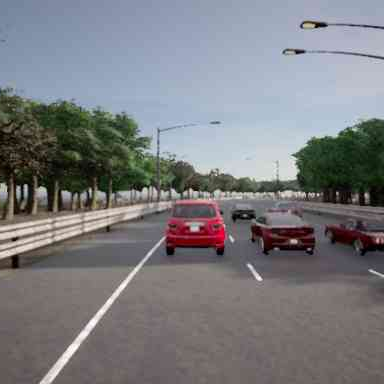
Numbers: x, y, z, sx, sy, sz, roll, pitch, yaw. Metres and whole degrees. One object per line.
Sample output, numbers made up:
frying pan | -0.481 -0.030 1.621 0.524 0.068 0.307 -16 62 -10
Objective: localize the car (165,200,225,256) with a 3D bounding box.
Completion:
car | 0.170 1.348 13.892 2.150 2.045 5.566 0 0 2

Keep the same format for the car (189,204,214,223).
car | 0.909 1.836 29.078 1.994 1.385 4.181 0 0 4

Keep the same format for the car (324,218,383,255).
car | 7.171 1.732 13.776 1.895 1.301 4.718 0 0 2

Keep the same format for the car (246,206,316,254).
car | 3.690 1.613 14.249 1.882 1.535 5.008 0 0 2

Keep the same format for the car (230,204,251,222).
car | 4.418 1.749 29.039 1.882 1.535 5.008 0 0 4

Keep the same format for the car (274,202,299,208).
car | 7.878 1.616 28.407 2.097 1.767 4.553 0 -1 4
